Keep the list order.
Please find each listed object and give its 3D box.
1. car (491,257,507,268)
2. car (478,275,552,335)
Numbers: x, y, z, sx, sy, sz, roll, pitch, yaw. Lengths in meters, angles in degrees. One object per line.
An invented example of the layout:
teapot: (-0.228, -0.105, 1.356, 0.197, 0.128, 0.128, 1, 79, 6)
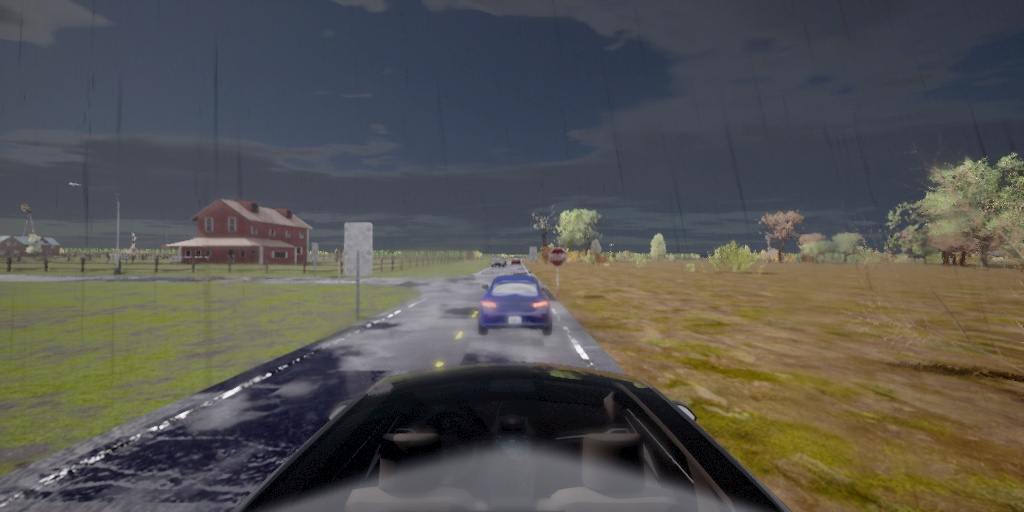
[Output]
car: (-2.212, 0.984, 56.781, 2.097, 1.767, 4.553, 0, 0, 1)
car: (0.091, 1.256, 10.272, 1.812, 1.442, 4.674, 0, 0, 1)
